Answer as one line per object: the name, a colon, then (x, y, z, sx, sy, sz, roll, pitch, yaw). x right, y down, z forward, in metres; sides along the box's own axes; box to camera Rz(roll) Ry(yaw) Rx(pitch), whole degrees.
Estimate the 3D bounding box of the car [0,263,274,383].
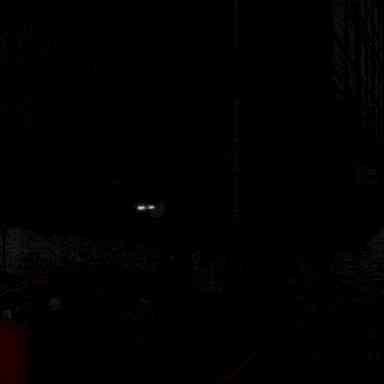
car: (-1.333, 1.549, 3.917, 4.507, 1.381, 1.887, 0, 0, 35)
